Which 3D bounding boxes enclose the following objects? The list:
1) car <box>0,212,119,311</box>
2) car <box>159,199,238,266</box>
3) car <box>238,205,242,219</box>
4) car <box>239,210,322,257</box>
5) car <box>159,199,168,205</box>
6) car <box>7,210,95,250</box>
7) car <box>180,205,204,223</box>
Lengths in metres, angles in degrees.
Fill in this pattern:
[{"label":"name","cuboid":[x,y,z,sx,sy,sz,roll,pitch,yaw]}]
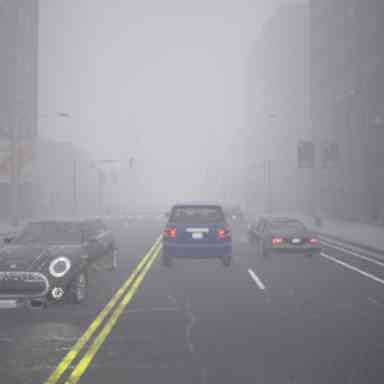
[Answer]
[{"label":"car","cuboid":[-3.277,1.427,8.187,2.097,1.767,4.553,0,0,0]},{"label":"car","cuboid":[0.166,1.344,12.105,2.150,2.045,5.566,0,0,0]},{"label":"car","cuboid":[3.206,1.800,28.785,1.837,1.490,4.892,0,-2,-3]},{"label":"car","cuboid":[3.428,1.686,13.457,2.033,1.411,5.357,0,-1,0]},{"label":"car","cuboid":[-6.768,2.401,78.919,1.994,1.385,4.181,0,-1,-5]},{"label":"car","cuboid":[-6.516,1.699,16.207,2.033,1.411,5.357,0,-1,0]},{"label":"car","cuboid":[-0.049,1.896,29.032,1.895,1.301,4.718,0,-1,-1]}]
